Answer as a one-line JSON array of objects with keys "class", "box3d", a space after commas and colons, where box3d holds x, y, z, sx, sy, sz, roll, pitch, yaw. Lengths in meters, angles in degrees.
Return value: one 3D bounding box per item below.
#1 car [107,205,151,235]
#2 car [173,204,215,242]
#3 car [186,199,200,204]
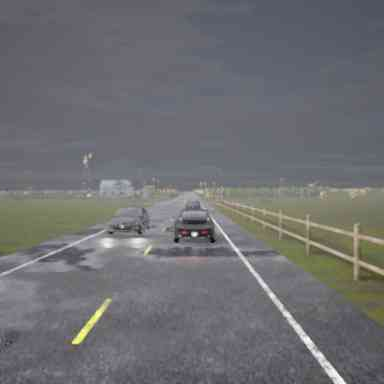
[{"class": "car", "box3d": [-3.541, 1.577, 19.372, 1.837, 1.490, 4.892, 0, -1, 0]}, {"class": "car", "box3d": [0.111, 1.566, 16.739, 1.837, 1.490, 4.892, 0, 0, 0]}, {"class": "car", "box3d": [0.129, 1.617, 43.677, 2.128, 1.511, 4.902, 0, 0, 0]}]
